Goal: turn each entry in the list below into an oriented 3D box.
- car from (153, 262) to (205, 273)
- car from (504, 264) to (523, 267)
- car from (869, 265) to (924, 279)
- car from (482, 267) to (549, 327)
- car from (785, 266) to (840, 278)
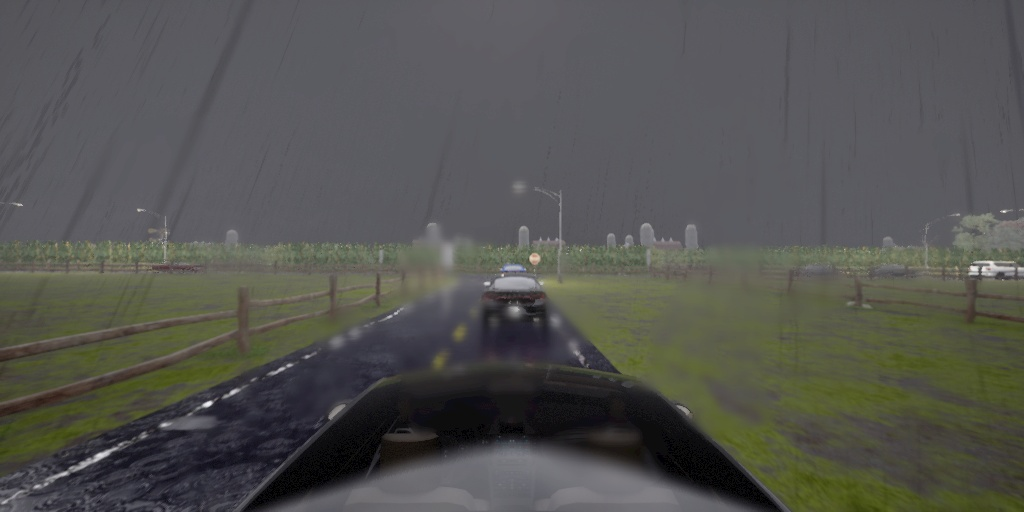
[{"bbox_3d":[-37.288,1.292,40.422,4.718,1.301,1.895,0,-1,0],"label":"car"},{"bbox_3d":[0.074,1.368,27.214,1.882,1.535,5.008,0,-1,-1],"label":"car"},{"bbox_3d":[42.918,1.793,40.018,4.902,1.511,2.128,1,-1,0],"label":"car"},{"bbox_3d":[0.100,1.284,11.830,1.882,1.535,5.008,0,0,0],"label":"car"},{"bbox_3d":[35.997,1.852,42.933,5.357,1.411,2.033,1,-1,1],"label":"car"}]
